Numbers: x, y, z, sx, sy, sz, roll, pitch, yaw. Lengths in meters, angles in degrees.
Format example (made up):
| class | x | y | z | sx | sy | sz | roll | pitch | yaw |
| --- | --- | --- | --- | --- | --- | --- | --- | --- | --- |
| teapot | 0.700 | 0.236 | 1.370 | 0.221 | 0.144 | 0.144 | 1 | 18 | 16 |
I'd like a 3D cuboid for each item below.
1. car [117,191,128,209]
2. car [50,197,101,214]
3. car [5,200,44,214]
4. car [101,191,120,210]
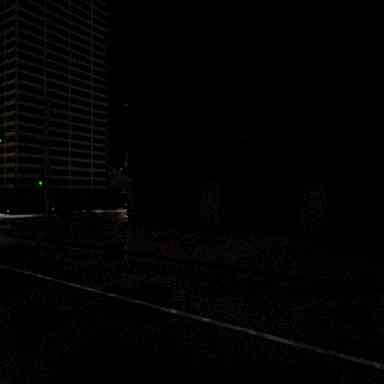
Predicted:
| class | x | y | z | sx | sy | sz | roll | pitch | yaw |
| --- | --- | --- | --- | --- | --- | --- | --- | --- | --- |
| car | -6.798 | 1.221 | 44.384 | 2.150 | 2.045 | 5.566 | 0 | 0 | 36 |
| car | -12.762 | 1.491 | 35.904 | 2.128 | 1.511 | 4.902 | 0 | 0 | 35 |
| car | -17.074 | 1.547 | 35.855 | 2.033 | 1.411 | 5.357 | 0 | 0 | 35 |
| car | -10.946 | 1.221 | 44.578 | 2.150 | 2.045 | 5.566 | 0 | 0 | 35 |
